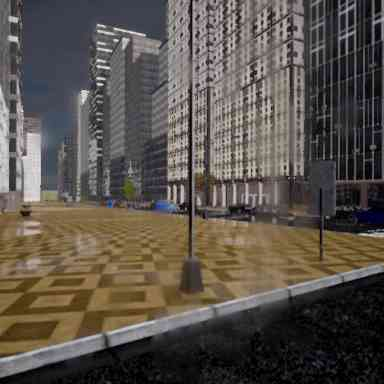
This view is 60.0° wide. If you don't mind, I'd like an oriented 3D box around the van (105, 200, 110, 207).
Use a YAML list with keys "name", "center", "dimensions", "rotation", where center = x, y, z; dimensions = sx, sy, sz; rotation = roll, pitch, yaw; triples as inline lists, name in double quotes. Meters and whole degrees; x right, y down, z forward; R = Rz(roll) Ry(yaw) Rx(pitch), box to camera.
- name: "van"
  center: [-18.249, 2.614, 76.652]
  dimensions: [1.690, 1.788, 3.998]
  rotation: [-1, -1, -26]

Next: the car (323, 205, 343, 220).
- name: "car"
  center: [13.750, 1.833, 29.641]
  dimensions: [2.008, 1.369, 4.403]
  rotation: [-1, -1, -26]

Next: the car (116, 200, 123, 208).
- name: "car"
  center: [-13.283, 2.583, 66.368]
  dimensions: [1.752, 1.417, 4.829]
  rotation: [-1, -1, -26]

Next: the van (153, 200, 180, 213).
- name: "van"
  center: [-3.580, 1.988, 46.263]
  dimensions: [1.690, 1.788, 3.998]
  rotation: [-1, -1, -26]

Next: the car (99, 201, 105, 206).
- name: "car"
  center: [-23.134, 3.031, 86.779]
  dimensions: [1.887, 1.381, 4.507]
  rotation: [-1, -1, -26]

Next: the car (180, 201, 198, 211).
- name: "car"
  center: [-0.702, 2.271, 53.524]
  dimensions: [1.837, 1.490, 4.892]
  rotation: [0, -1, -25]

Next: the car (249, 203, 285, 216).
- name: "car"
  center: [8.860, 2.046, 39.772]
  dimensions: [1.947, 1.339, 4.313]
  rotation: [-1, -1, -26]

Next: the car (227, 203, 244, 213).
- name: "car"
  center: [6.416, 2.146, 44.837]
  dimensions: [1.947, 1.339, 4.313]
  rotation: [-1, -1, -26]

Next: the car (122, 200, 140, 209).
- name: "car"
  center: [-10.911, 2.507, 61.455]
  dimensions: [2.008, 1.369, 4.403]
  rotation: [-1, -1, -26]

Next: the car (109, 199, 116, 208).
- name: "car"
  center: [-15.800, 2.711, 71.585]
  dimensions: [1.887, 1.381, 4.507]
  rotation: [-1, -1, -26]

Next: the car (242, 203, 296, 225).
- name: "car"
  center: [6.203, 1.799, 25.998]
  dimensions: [2.008, 1.369, 4.403]
  rotation: [-1, -1, -26]

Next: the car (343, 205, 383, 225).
- name: "car"
  center: [13.638, 1.708, 23.923]
  dimensions: [1.812, 1.442, 4.674]
  rotation: [1, -1, -24]

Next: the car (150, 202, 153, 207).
- name: "car"
  center: [-8.253, 2.783, 75.227]
  dimensions: [1.802, 1.307, 4.206]
  rotation: [-1, -1, -26]
